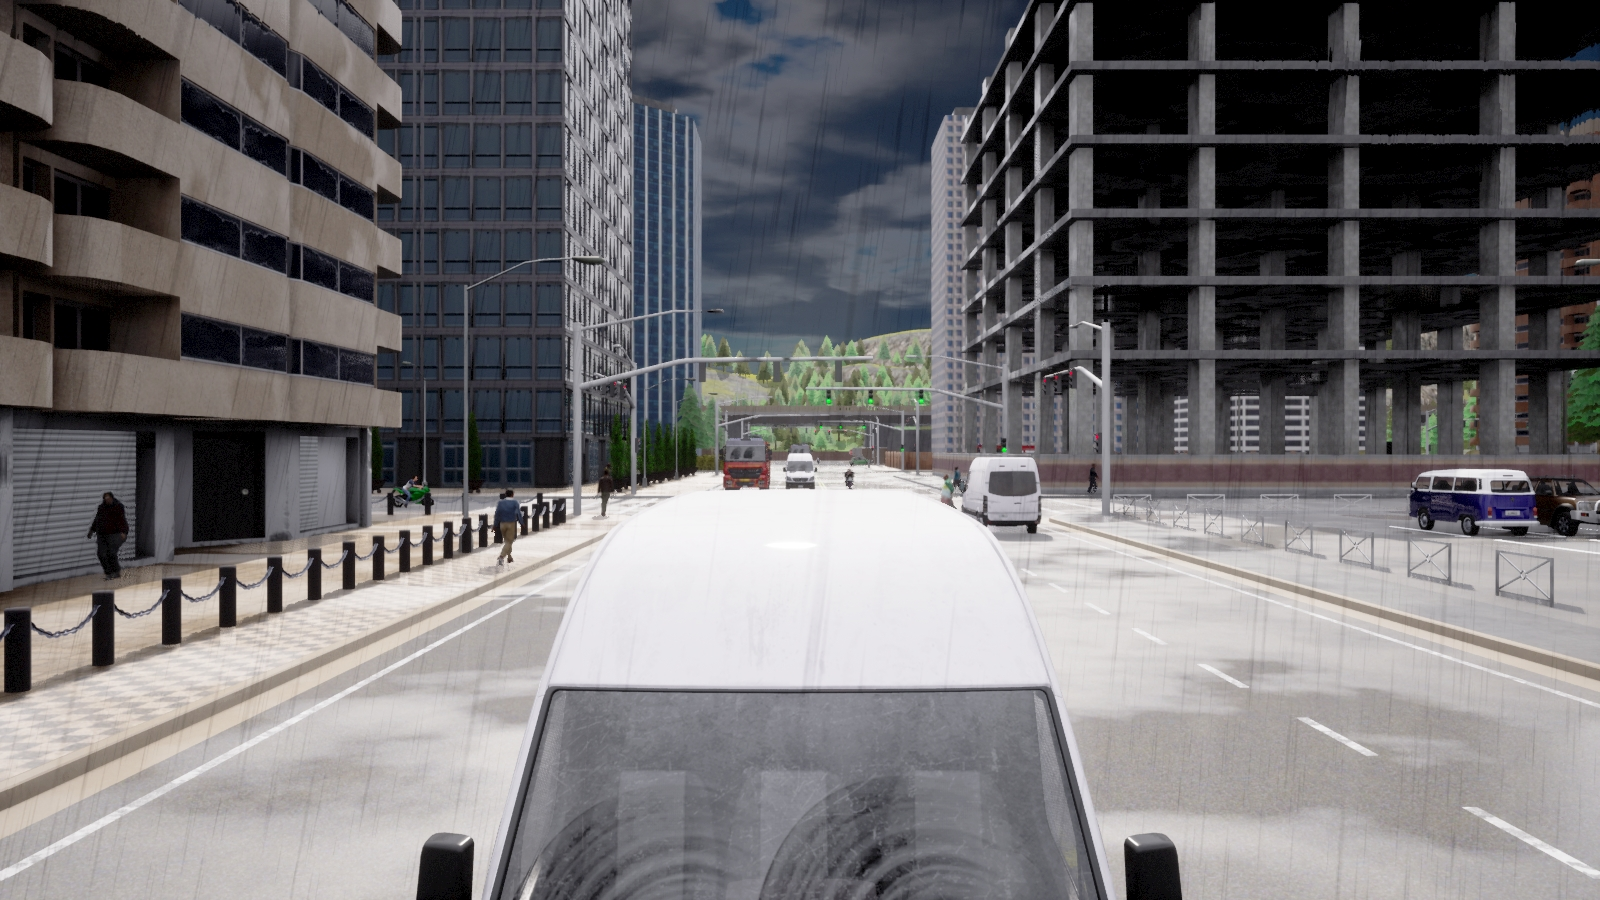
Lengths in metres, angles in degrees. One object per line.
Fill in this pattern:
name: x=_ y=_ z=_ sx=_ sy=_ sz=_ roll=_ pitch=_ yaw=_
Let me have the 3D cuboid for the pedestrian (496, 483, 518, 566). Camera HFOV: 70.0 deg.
pedestrian: x=-6.695 y=1.697 z=26.096 sx=0.375 sy=1.860 sz=0.375 roll=0 pitch=0 yaw=8

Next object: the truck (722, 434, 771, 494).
truck: x=-3.496 y=0.891 z=77.013 sx=2.891 sy=3.827 sz=8.468 roll=0 pitch=0 yaw=0

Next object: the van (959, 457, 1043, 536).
van: x=6.980 y=1.534 z=40.307 sx=1.988 sy=2.561 sz=5.915 roll=0 pitch=0 yaw=0

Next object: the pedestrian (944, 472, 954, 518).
pedestrian: x=6.090 y=1.835 z=46.688 sx=0.375 sy=1.860 sz=0.375 roll=0 pitch=0 yaw=-1

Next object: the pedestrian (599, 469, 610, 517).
pedestrian: x=-7.709 y=1.697 z=45.144 sx=0.375 sy=1.860 sz=0.375 roll=0 pitch=0 yaw=0

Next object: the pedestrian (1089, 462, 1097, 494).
pedestrian: x=17.044 y=1.641 z=66.487 sx=0.375 sy=1.860 sz=0.375 roll=0 pitch=0 yaw=3

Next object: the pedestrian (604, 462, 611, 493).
pedestrian: x=-11.397 y=1.641 z=67.748 sx=0.375 sy=1.860 sz=0.375 roll=0 pitch=0 yaw=-5

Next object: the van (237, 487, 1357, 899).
van: x=-0.002 y=1.534 z=4.985 sx=1.988 sy=2.561 sz=5.915 roll=0 pitch=0 yaw=0

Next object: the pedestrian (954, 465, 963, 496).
pedestrian: x=9.566 y=1.828 z=68.927 sx=0.375 sy=1.860 sz=0.375 roll=0 pitch=0 yaw=-19

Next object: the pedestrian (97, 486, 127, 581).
pedestrian: x=-13.722 y=1.661 z=22.787 sx=0.375 sy=1.860 sz=0.375 roll=0 pitch=0 yaw=2
